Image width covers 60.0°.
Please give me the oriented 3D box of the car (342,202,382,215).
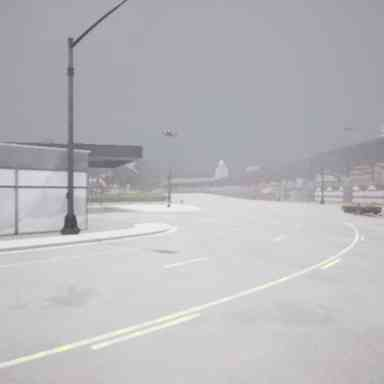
[{"bbox_3d":[17.913,1.761,35.455,1.895,1.301,4.718,0,0,-3],"label":"car"}]
